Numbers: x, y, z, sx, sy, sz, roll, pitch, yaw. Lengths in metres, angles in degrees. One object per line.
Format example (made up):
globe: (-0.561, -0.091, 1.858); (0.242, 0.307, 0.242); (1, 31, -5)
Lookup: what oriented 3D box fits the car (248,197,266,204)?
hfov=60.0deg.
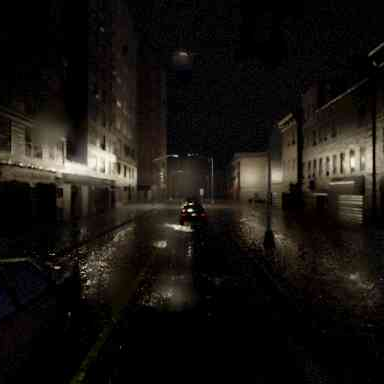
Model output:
car: (13.194, 1.703, 65.791); (4.313, 1.339, 1.947); (0, -1, 0)

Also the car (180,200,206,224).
car: (0.091, 1.551, 24.547); (2.033, 1.411, 5.357); (0, 0, 0)

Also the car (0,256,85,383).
car: (-2.850, 1.548, 3.789); (2.033, 1.411, 5.357); (0, 0, 0)

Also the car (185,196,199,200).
car: (0.082, 1.357, 42.733); (2.097, 1.767, 4.553); (0, 0, 0)
